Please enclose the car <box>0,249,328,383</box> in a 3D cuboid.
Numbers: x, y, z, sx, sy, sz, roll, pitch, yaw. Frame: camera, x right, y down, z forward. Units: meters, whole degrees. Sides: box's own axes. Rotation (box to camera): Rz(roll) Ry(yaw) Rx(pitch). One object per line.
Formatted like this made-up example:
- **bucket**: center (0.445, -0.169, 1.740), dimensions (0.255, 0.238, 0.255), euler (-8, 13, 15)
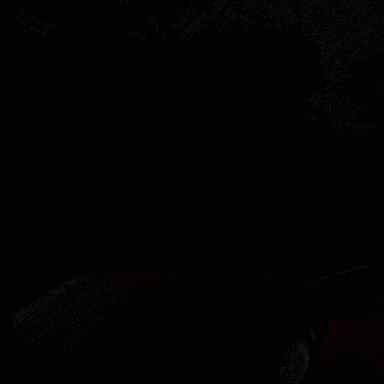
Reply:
- **car**: center (-0.585, 1.472, 3.601), dimensions (5.008, 1.535, 1.882), euler (0, 0, -36)
